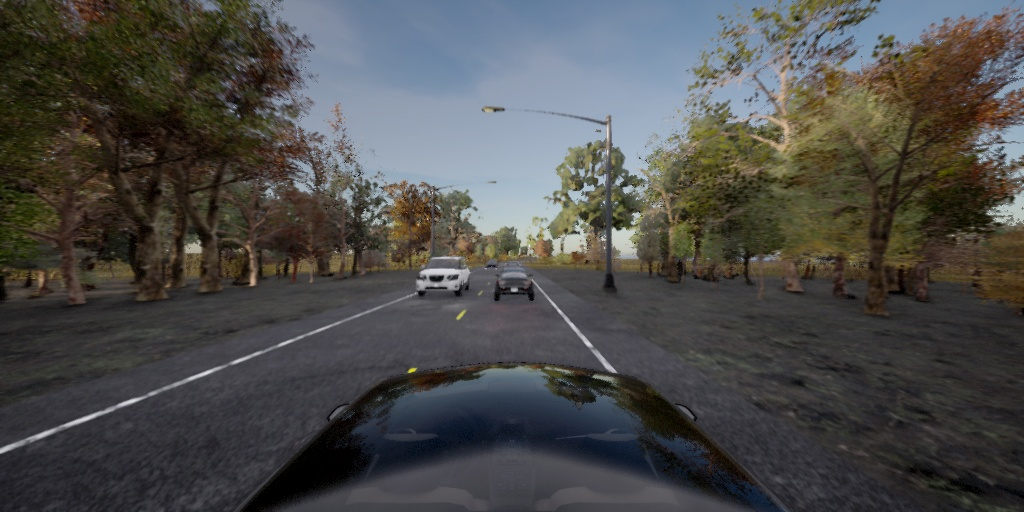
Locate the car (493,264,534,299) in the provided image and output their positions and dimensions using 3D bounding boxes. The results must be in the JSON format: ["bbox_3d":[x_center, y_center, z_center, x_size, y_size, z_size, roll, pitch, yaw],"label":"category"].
[{"bbox_3d":[0.106,1.324,18.178,1.812,1.442,4.674,0,0,0],"label":"car"}]

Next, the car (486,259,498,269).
[{"bbox_3d":[-3.487,1.349,63.515,2.097,1.767,4.553,0,0,0],"label":"car"}]

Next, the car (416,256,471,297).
[{"bbox_3d":[-3.587,1.023,19.721,2.150,2.045,5.566,0,0,0],"label":"car"}]
